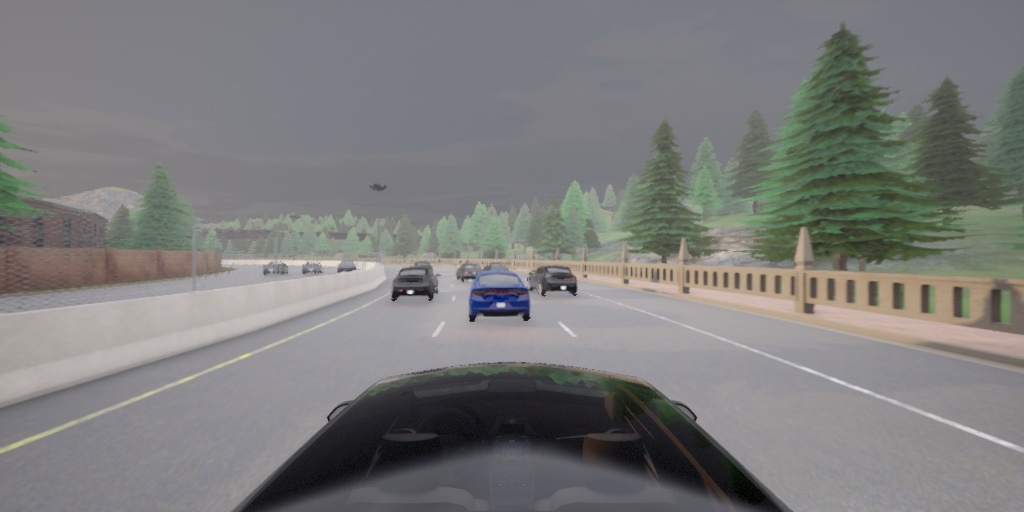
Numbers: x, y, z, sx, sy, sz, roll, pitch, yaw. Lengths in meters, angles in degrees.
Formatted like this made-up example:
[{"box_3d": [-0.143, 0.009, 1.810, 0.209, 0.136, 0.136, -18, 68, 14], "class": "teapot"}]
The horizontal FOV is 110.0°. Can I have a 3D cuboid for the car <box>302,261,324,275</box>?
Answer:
[{"box_3d": [-22.476, 1.317, 40.603, 2.128, 1.511, 4.902, 0, 0, -25], "class": "car"}]

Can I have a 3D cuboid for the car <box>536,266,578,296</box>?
[{"box_3d": [2.101, 1.282, 19.565, 1.837, 1.490, 4.892, 0, 0, -9], "class": "car"}]

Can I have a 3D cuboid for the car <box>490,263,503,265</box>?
[{"box_3d": [-1.686, 1.369, 35.599, 1.994, 1.385, 4.181, 0, 0, -17], "class": "car"}]

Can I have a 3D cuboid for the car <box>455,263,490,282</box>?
[{"box_3d": [-3.535, 1.344, 29.690, 2.033, 1.411, 5.357, 0, 0, -15], "class": "car"}]

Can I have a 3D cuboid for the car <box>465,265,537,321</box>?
[{"box_3d": [-0.540, 1.245, 12.666, 1.882, 1.535, 5.008, 0, 0, -5], "class": "car"}]

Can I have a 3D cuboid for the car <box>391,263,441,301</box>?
[{"box_3d": [-4.675, 1.283, 17.654, 1.837, 1.490, 4.892, 0, 0, -8], "class": "car"}]

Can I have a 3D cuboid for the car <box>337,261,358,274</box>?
[{"box_3d": [-18.744, 1.300, 40.863, 1.882, 1.535, 5.008, 0, 0, -24], "class": "car"}]

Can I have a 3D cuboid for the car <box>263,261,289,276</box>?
[{"box_3d": [-25.474, 1.314, 38.786, 2.128, 1.511, 4.902, 0, 0, -24], "class": "car"}]
